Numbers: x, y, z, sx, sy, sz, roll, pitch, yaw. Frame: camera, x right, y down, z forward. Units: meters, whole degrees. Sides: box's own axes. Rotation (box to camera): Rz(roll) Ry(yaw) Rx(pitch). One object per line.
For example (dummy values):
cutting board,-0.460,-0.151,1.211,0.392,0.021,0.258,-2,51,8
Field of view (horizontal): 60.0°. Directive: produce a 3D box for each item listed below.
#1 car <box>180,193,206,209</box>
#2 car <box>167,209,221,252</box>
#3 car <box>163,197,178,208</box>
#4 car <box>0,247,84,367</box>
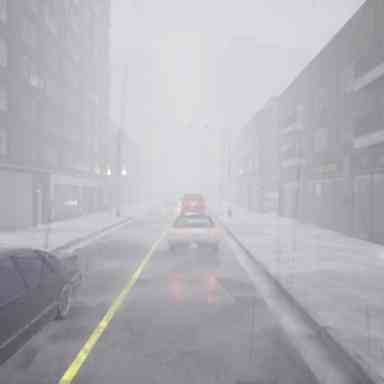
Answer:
car,0.100,1.178,30.014,2.150,2.045,5.566,0,-1,0
car,0.095,1.583,13.831,1.895,1.301,4.718,0,0,1
car,-3.078,1.480,47.791,1.812,1.442,4.674,0,0,0
car,-3.099,1.542,4.523,2.033,1.411,5.357,0,0,0
